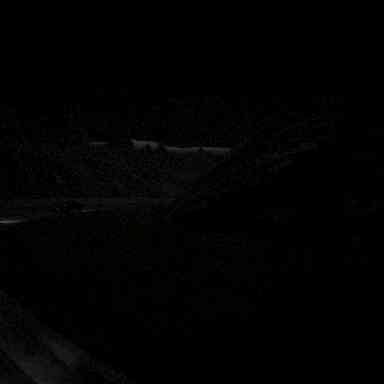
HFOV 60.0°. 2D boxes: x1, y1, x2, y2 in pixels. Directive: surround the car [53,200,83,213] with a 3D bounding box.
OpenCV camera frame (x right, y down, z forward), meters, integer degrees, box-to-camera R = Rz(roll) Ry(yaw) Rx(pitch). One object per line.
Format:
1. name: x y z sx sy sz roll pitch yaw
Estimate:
1. car: -14.961 1.704 40.222 1.812 1.442 4.674 0 0 10
